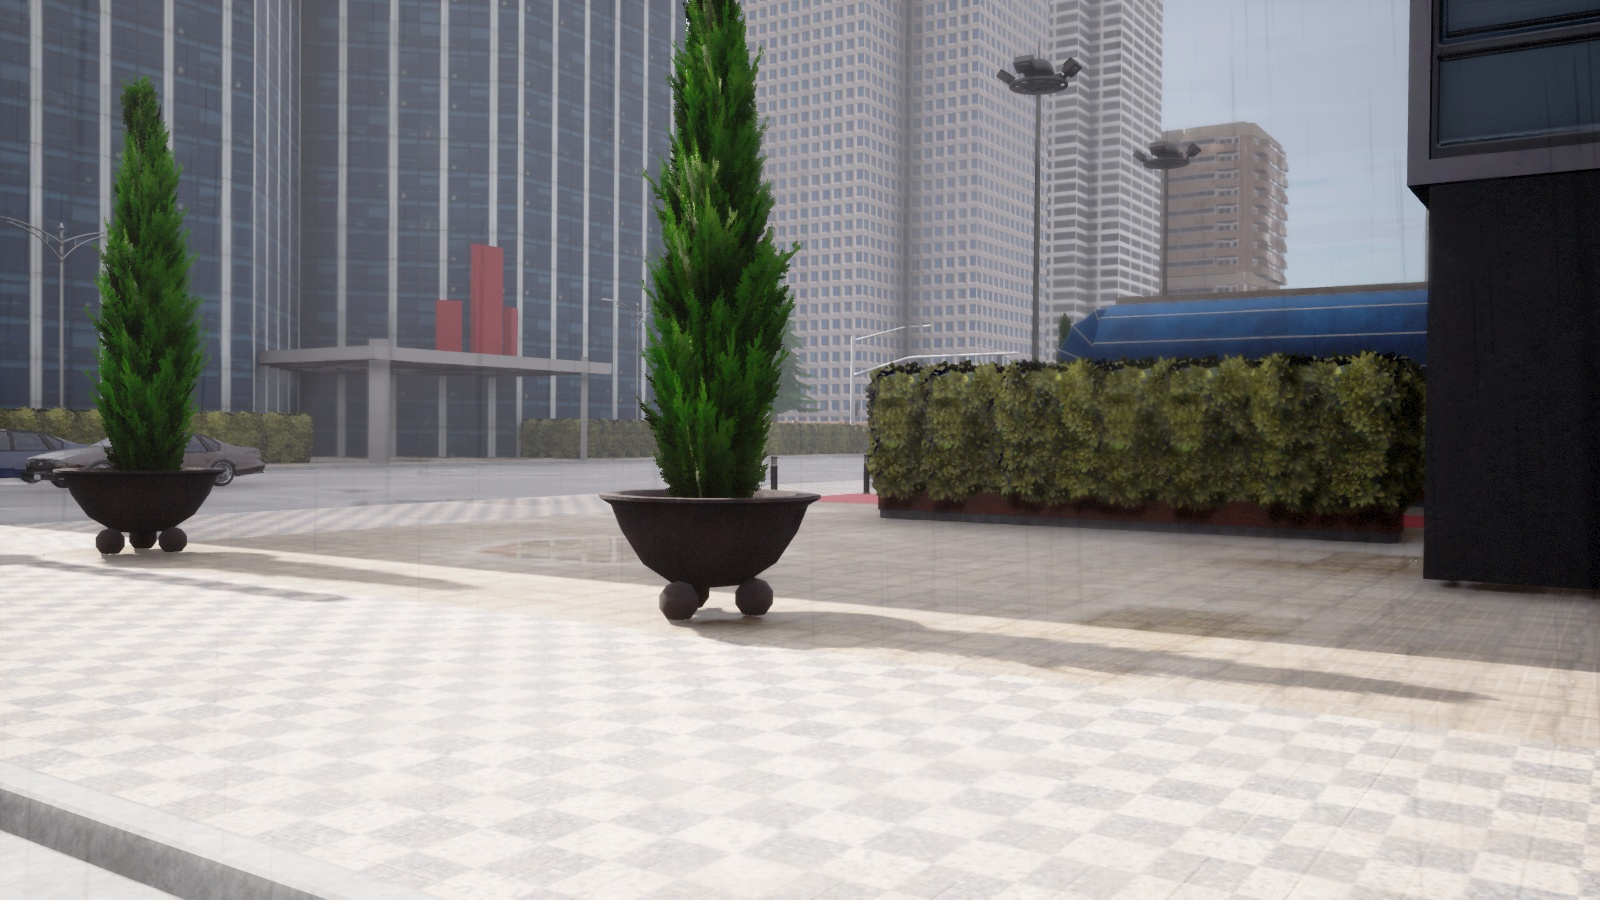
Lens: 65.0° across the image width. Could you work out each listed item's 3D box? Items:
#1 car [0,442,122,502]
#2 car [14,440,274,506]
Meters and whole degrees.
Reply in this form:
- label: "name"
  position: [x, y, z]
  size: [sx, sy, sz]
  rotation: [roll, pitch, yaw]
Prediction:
- label: "car"
  position: [-20.038, 0.535, 31.129]
  size: [2.033, 1.411, 5.357]
  rotation: [0, 1, 33]
- label: "car"
  position: [-15.983, 0.501, 30.944]
  size: [2.033, 1.411, 5.357]
  rotation: [0, 1, 33]
